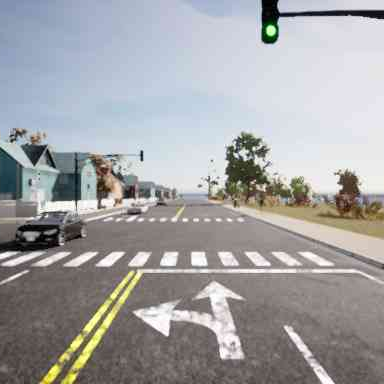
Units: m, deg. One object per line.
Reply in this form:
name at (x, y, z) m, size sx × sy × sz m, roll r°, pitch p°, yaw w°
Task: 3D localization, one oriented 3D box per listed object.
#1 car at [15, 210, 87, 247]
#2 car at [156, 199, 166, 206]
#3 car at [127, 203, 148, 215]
car at (-6.486, 1.644, 15.824) m, size 2.128 × 1.511 × 4.902 m, roll 0°, pitch -1°, yaw 0°
car at (-6.463, 2.234, 69.771) m, size 2.033 × 1.411 × 5.357 m, roll 0°, pitch -1°, yaw 0°
car at (-6.480, 1.990, 39.509) m, size 1.895 × 1.301 × 4.718 m, roll 0°, pitch 0°, yaw 0°
